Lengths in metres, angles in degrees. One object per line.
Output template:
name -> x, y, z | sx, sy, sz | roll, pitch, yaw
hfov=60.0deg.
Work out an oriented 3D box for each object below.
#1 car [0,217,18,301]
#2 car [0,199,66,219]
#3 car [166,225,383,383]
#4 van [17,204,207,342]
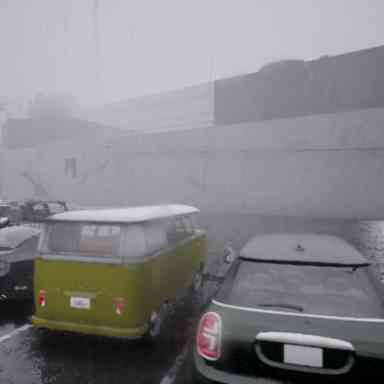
car -> -3.394, 1.488, 8.210 | 2.231, 1.521, 4.892 | 0, -1, 15
car -> -5.820, 1.235, 9.921 | 2.435, 2.045, 5.566 | 1, -1, 15
car -> 1.458, 1.363, 4.723 | 2.185, 1.767, 4.553 | 0, -1, 15
van -> -0.932, 1.264, 6.599 | 1.878, 1.987, 4.442 | 0, -1, 15
